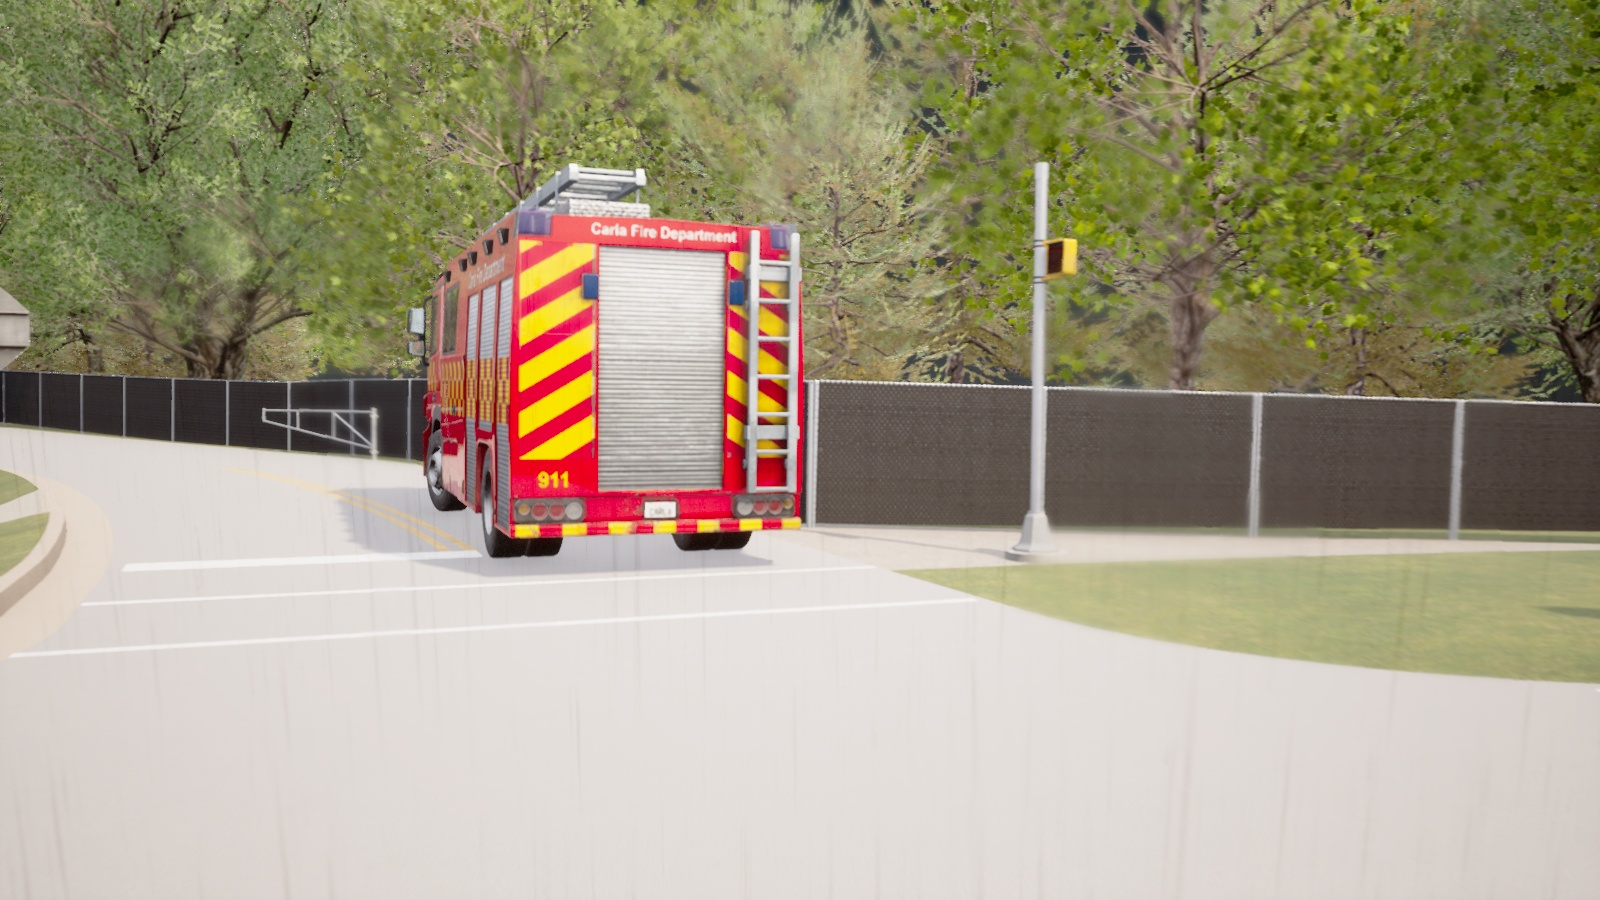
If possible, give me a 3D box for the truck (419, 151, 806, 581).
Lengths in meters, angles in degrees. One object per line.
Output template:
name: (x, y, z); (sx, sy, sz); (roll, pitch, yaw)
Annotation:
truck: (-2.875, -0.949, 15.645); (2.891, 3.827, 8.468); (0, 3, -22)
